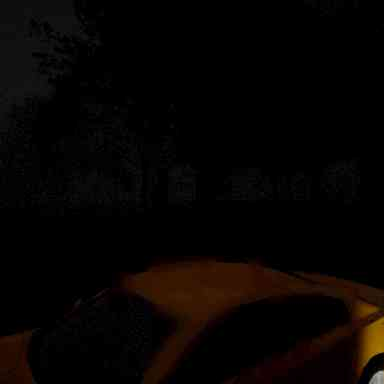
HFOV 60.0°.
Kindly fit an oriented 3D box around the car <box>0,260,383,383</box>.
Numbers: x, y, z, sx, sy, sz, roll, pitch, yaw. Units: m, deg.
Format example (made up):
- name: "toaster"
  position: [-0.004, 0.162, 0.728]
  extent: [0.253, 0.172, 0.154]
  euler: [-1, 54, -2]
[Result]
- name: "car"
  position: [-0.039, 1.472, 2.950]
  extent: [5.008, 1.535, 1.882]
  euler: [0, 0, -34]
